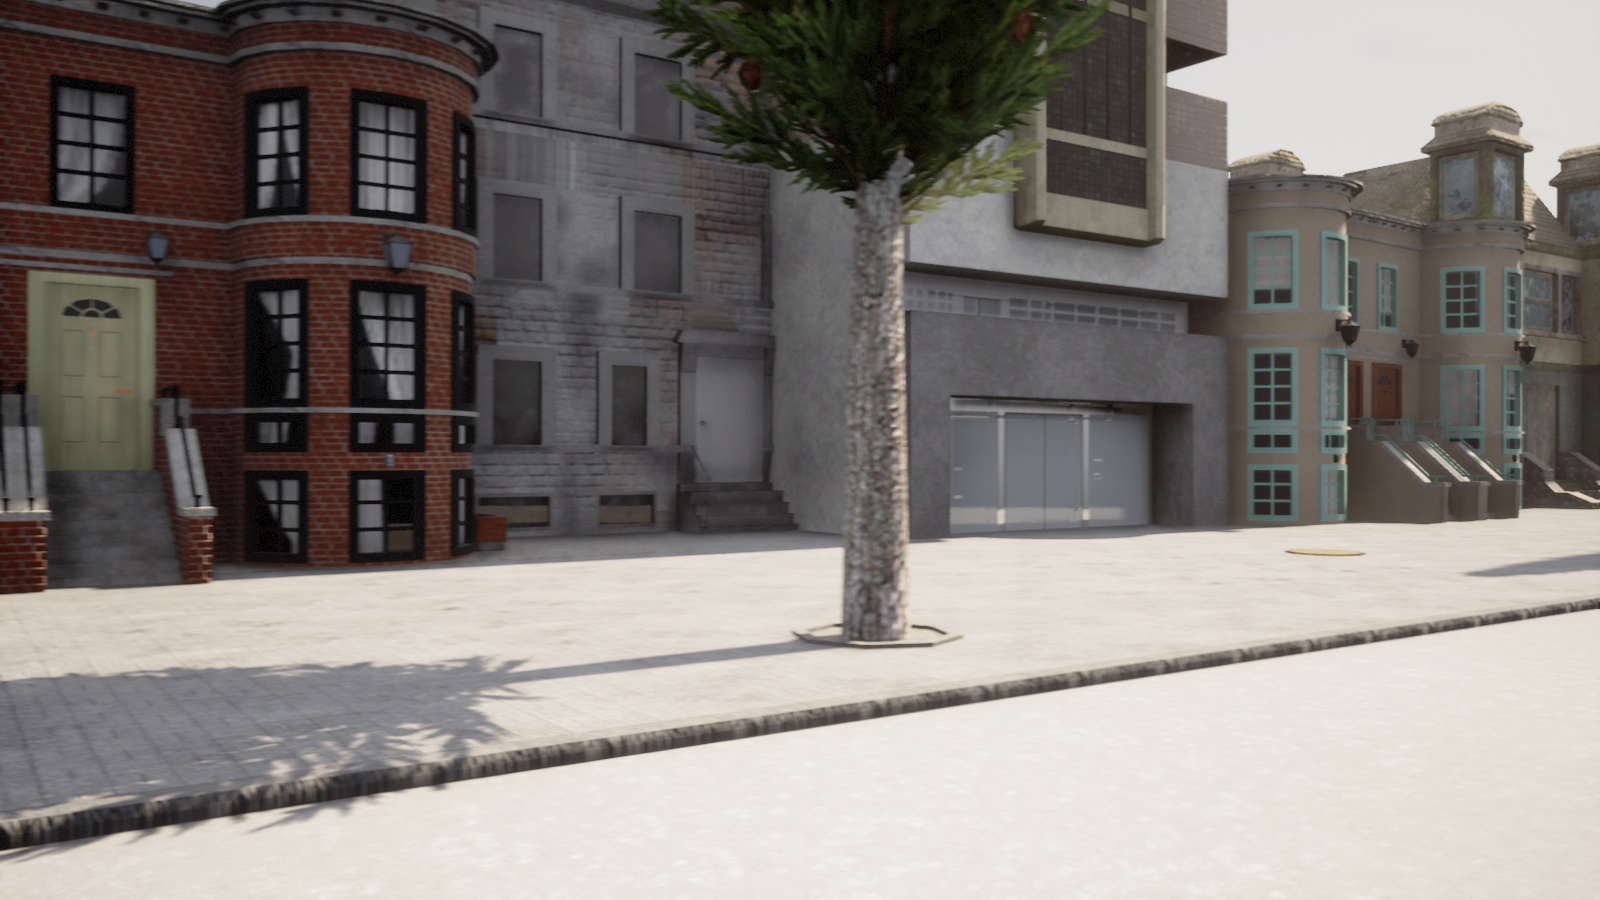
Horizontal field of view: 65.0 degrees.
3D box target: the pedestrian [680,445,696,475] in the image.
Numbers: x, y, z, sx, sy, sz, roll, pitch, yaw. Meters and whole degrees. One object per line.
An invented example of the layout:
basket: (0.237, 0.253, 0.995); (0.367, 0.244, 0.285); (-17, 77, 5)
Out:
pedestrian: (-7.415, 0.674, 82.949); (0.659, 1.952, 0.873); (0, 0, -38)
